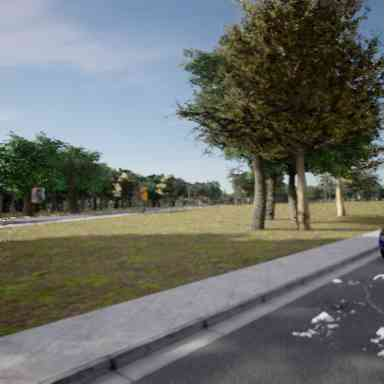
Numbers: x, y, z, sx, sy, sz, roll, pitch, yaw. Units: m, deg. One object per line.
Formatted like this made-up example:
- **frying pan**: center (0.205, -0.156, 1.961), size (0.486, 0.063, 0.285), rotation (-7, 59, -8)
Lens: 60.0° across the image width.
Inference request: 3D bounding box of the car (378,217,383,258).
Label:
- **car**: center (9.224, 1.465, 13.253), size (2.150, 2.045, 5.566), rotation (-4, -3, 43)
